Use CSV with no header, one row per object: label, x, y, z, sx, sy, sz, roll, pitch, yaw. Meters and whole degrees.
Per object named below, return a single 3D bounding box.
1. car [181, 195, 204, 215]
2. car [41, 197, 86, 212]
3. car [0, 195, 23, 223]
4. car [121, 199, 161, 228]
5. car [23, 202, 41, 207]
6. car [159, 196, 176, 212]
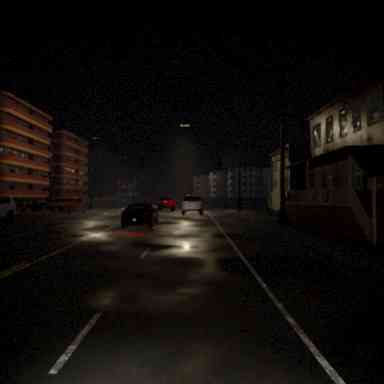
car,0.025,1.316,34.792,2.150,2.045,5.566,0,-1,0
car,-10.480,1.100,28.148,1.882,1.535,5.008,0,0,0
car,-13.984,1.218,22.233,2.150,2.045,5.566,0,0,0
car,-3.384,1.474,22.027,1.882,1.535,5.008,0,0,0
car,-13.980,1.147,28.150,2.128,1.511,4.902,0,0,0
car,-3.385,1.565,44.840,2.150,2.045,5.566,0,-2,0
